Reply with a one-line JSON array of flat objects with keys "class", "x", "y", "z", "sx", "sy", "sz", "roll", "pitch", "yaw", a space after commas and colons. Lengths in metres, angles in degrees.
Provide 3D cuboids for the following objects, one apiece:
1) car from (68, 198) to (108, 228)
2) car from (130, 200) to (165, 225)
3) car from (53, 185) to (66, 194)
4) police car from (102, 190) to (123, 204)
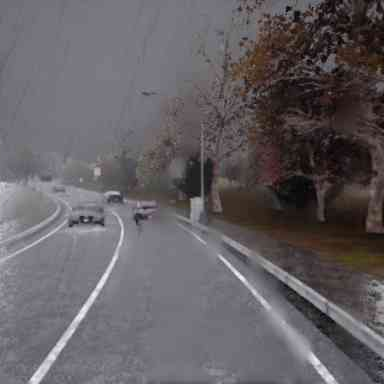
[{"class": "car", "x": -6.315, "y": 1.315, "z": 20.290, "sx": 1.994, "sy": 1.385, "sz": 4.181, "roll": 0, "pitch": 1, "yaw": -14}, {"class": "car", "x": -3.009, "y": 1.249, "z": 22.232, "sx": 2.128, "sy": 1.511, "sz": 4.902, "roll": 1, "pitch": 1, "yaw": -14}, {"class": "car", "x": -23.532, "y": -0.500, "z": 58.914, "sx": 2.033, "sy": 1.411, "sz": 5.357, "roll": 1, "pitch": 2, "yaw": -29}, {"class": "police car", "x": -9.852, "y": 0.542, "z": 40.902, "sx": 1.930, "sy": 1.638, "sz": 5.238, "roll": 1, "pitch": 2, "yaw": -25}]
